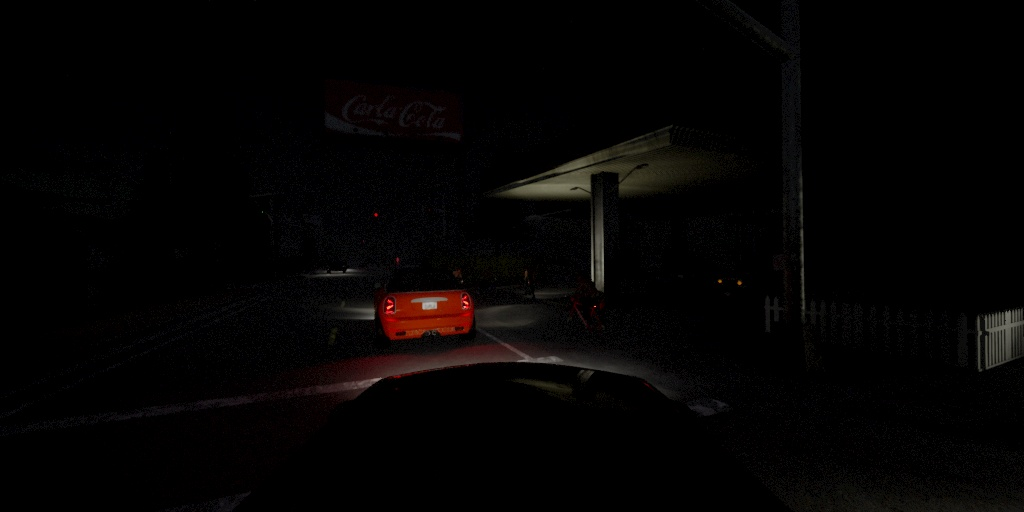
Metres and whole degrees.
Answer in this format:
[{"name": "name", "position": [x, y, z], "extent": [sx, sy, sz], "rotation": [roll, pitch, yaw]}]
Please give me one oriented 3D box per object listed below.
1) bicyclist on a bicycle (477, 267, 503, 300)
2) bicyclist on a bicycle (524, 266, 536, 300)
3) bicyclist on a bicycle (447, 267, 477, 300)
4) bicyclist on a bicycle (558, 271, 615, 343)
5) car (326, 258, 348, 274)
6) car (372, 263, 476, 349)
[{"name": "bicyclist on a bicycle", "position": [-1.215, 1.350, 17.723], "extent": [1.656, 1.620, 0.582], "rotation": [0, 0, -21]}, {"name": "bicyclist on a bicycle", "position": [0.895, 1.336, 17.825], "extent": [0.582, 1.620, 1.656], "rotation": [-1, 0, 16]}, {"name": "bicyclist on a bicycle", "position": [-2.530, 1.325, 16.349], "extent": [1.656, 1.620, 0.582], "rotation": [1, 0, 37]}, {"name": "bicyclist on a bicycle", "position": [1.753, 1.200, 8.611], "extent": [0.582, 1.620, 1.656], "rotation": [3, -2, -42]}, {"name": "car", "position": [-23.421, 1.247, 47.910], "extent": [2.150, 2.045, 5.566], "rotation": [-1, 0, -24]}, {"name": "car", "position": [-2.490, 1.062, 9.422], "extent": [2.097, 1.767, 4.553], "rotation": [-1, 0, -22]}]
